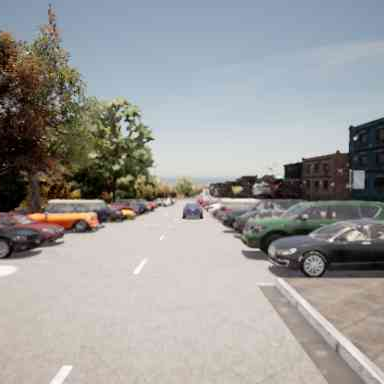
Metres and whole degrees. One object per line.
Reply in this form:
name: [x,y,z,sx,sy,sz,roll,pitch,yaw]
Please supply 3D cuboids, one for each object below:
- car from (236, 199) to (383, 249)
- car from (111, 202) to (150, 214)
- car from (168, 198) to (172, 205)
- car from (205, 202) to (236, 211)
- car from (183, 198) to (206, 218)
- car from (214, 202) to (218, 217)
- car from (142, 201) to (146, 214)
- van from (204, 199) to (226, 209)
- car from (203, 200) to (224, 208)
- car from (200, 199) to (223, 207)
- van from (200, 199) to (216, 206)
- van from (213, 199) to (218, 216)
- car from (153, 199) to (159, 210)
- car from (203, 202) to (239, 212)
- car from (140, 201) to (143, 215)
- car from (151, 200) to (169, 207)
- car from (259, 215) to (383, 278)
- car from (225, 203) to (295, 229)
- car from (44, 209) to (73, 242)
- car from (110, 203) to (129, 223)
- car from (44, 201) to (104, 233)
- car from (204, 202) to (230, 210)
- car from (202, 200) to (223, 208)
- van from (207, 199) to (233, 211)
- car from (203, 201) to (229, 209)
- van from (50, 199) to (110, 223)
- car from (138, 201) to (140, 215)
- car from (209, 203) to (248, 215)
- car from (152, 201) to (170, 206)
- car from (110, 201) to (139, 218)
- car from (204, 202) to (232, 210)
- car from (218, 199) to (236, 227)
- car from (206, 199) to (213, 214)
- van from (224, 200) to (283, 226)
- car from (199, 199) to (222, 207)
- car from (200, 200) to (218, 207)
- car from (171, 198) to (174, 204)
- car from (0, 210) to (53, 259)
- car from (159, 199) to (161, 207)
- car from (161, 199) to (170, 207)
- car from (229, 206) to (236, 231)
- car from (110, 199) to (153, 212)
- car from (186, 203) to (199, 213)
car: [4.713,1.362,12.622,5.566,2.045,2.435,0,-1,0]
car: [-8.391,2.193,46.032,5.008,1.535,2.097,0,-1,0]
car: [-8.296,2.954,82.254,5.366,1.575,1.946,0,-1,0]
car: [4.634,2.401,54.655,4.792,1.488,2.163,0,-1,0]
car: [0.065,1.884,36.169,2.097,1.767,4.553,0,-1,-1]
car: [4.727,1.890,29.435,4.892,1.521,2.231,0,-1,0]
car: [-8.412,2.117,40.462,4.792,1.488,2.163,0,-1,0]
van: [4.747,2.443,68.674,4.442,1.987,1.878,0,-1,0]
car: [4.592,2.603,71.474,4.553,1.767,2.185,0,-1,0]
car: [4.632,2.656,79.885,5.566,2.045,2.435,0,-1,0]
van: [4.454,2.979,93.898,4.442,1.987,1.878,0,-1,0]
van: [4.600,1.713,32.241,4.442,1.987,1.878,0,-1,0]
car: [-8.380,2.055,51.604,5.566,2.045,2.435,0,-1,0]
car: [4.484,2.309,51.853,5.366,1.575,1.946,0,-1,0]
car: [-8.347,2.066,37.678,4.792,1.488,2.163,0,-1,0]
car: [-8.526,2.949,87.805,4.553,1.767,2.185,0,-1,0]
car: [4.749,1.580,9.818,4.892,1.521,2.231,0,-1,0]
car: [4.763,1.662,23.830,4.553,1.767,2.185,0,-1,0]
car: [-8.342,1.691,15.404,4.674,1.452,2.002,0,-1,0]
car: [-8.356,1.926,29.322,4.674,1.452,2.002,0,-1,0]
car: [-8.314,1.613,20.974,4.553,1.767,2.185,0,-1,0]
car: [4.673,2.579,63.063,4.792,1.488,2.163,0,-1,0]
car: [4.648,2.662,74.277,4.553,1.767,2.185,0,-1,0]
van: [4.773,2.205,57.464,4.442,1.987,1.878,0,-1,0]
car: [4.642,2.609,65.867,5.008,1.535,2.097,0,-1,0]
van: [-8.464,1.560,23.756,4.442,1.987,1.878,0,-1,0]
car: [-8.364,1.986,34.894,5.008,1.535,2.097,0,-1,0]
car: [4.719,2.173,43.447,4.792,1.488,2.163,0,-1,0]
car: [-8.473,3.163,90.579,4.792,1.488,2.163,0,-1,0]
car: [-8.178,1.933,32.108,5.366,1.575,1.946,0,-1,0]
car: [4.679,2.520,60.261,4.792,1.488,2.163,0,-1,0]
car: [4.707,1.490,21.031,5.566,2.045,2.435,0,-1,0]
car: [4.675,1.789,37.848,5.566,2.045,2.435,0,-1,0]
van: [4.843,1.613,26.635,4.442,1.987,1.878,0,-1,0]
car: [4.626,2.715,82.688,5.566,2.045,2.435,0,-1,0]
car: [4.553,2.960,88.290,4.553,1.767,2.185,0,-1,0]
car: [-8.537,2.942,93.359,5.566,2.045,2.435,0,-1,0]
car: [-8.343,1.612,12.618,5.008,1.535,2.097,0,-1,0]
car: [-8.387,2.111,54.265,5.566,2.045,2.435,0,-1,0]
car: [-8.481,2.899,79.477,4.892,1.521,2.231,0,-1,0]
car: [4.732,1.695,18.222,4.892,1.521,2.231,0,-1,0]
car: [-8.361,1.888,43.250,5.566,2.045,2.435,0,-1,0]
car: [0.020,2.406,50.589,1.895,1.301,4.718,0,-1,0]
